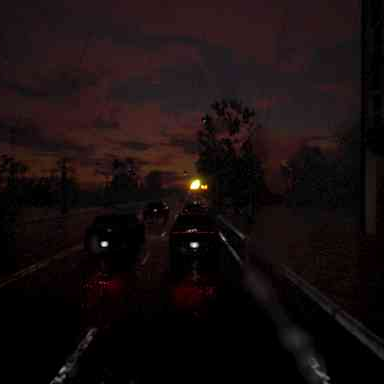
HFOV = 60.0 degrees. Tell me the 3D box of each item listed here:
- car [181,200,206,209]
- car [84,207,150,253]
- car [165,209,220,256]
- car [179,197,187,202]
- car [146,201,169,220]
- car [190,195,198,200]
[{"bbox_3d":[0.147,1.758,30.224,1.837,1.490,4.892,0,0,2],"label":"car"},{"bbox_3d":[-3.149,1.629,14.367,1.837,1.490,4.892,0,0,0],"label":"car"},{"bbox_3d":[0.097,1.619,13.736,1.837,1.490,4.892,0,-2,0],"label":"car"},{"bbox_3d":[-2.665,2.278,94.279,1.994,1.385,4.181,0,0,1],"label":"car"},{"bbox_3d":[-3.202,1.608,30.617,2.097,1.767,4.553,0,0,-1],"label":"car"},{"bbox_3d":[0.578,1.949,93.873,2.150,2.045,5.566,0,0,1],"label":"car"}]
